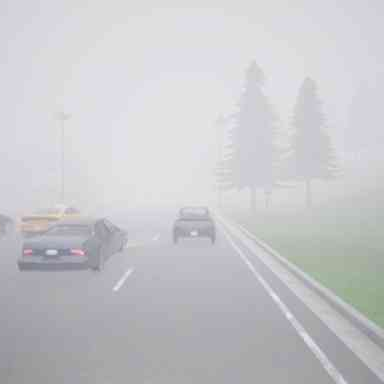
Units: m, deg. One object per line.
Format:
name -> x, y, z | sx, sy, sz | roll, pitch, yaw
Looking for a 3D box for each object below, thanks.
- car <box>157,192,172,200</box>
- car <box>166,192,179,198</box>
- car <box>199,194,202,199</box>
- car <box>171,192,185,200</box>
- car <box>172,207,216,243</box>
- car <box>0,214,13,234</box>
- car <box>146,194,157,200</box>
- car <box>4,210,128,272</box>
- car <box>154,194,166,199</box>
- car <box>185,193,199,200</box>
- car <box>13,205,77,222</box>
car -> -6.960, 1.071, 84.945 | 2.097, 1.767, 4.553 | 0, 0, 2
car -> -5.539, 0.893, 95.071 | 2.097, 1.767, 4.553 | 0, 0, 17
car -> 1.498, 1.180, 94.262 | 2.033, 1.411, 5.357 | 0, 0, 17
car -> -3.469, 1.271, 84.374 | 1.994, 1.385, 4.181 | 0, 0, 2
car -> 0.098, 1.439, 15.736 | 2.128, 1.511, 4.902 | 0, 0, 0
car -> -10.402, 1.453, 15.788 | 1.837, 1.490, 4.892 | 0, 0, 0
car -> -10.463, 1.255, 84.650 | 2.033, 1.411, 5.357 | 0, 0, 2
car -> -3.415, 1.512, 10.638 | 2.033, 1.411, 5.357 | 0, 0, 0
car -> -9.110, 1.275, 95.179 | 1.895, 1.301, 4.718 | 0, 0, 17
car -> 0.025, 1.219, 83.984 | 1.837, 1.490, 4.892 | 0, 0, 2
car -> -6.900, 1.420, 17.289 | 1.882, 1.535, 5.008 | 0, 0, 0
